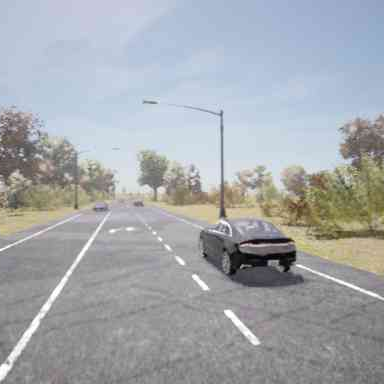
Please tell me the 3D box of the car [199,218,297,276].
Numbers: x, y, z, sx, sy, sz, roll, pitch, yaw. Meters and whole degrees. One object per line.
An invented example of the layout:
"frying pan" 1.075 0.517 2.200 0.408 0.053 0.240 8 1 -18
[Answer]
"car" 1.538 1.596 10.776 2.128 1.511 4.902 0 -1 -12

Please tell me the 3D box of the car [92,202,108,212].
"car" -13.721 2.205 49.988 2.033 1.411 5.357 0 -1 -8

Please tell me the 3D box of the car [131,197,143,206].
"car" -11.731 2.373 72.503 2.128 1.511 4.902 0 -1 -12
